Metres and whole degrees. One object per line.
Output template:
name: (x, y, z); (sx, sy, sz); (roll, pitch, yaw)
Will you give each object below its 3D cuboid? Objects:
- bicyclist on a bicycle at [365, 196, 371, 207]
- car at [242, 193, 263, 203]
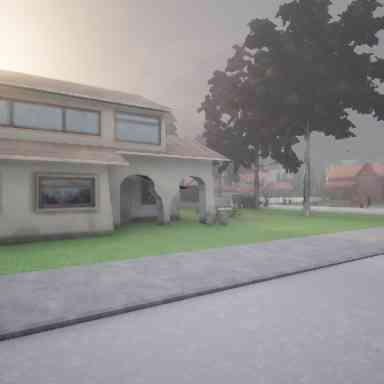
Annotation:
bicyclist on a bicycle: (24.953, 1.347, 47.055); (1.656, 1.620, 0.582); (0, 0, -36)
car: (10.270, 1.256, 60.196); (2.150, 2.045, 5.566); (0, 0, -36)
